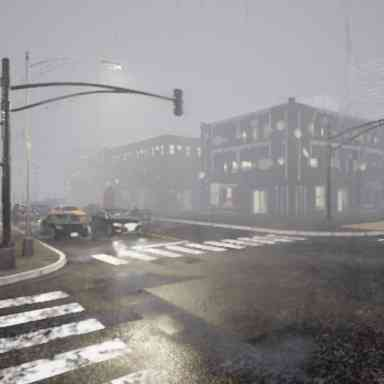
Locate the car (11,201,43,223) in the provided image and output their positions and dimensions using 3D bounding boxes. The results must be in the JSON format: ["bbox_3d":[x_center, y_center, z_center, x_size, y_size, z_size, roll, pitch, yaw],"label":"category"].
[{"bbox_3d":[-15.276,1.872,30.239,1.967,1.590,4.097,-1,0,-35],"label":"car"}]

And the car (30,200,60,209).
[{"bbox_3d":[-16.244,1.956,36.091,1.882,1.535,5.008,0,0,-35],"label":"car"}]

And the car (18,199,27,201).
[{"bbox_3d":[-29.488,2.248,60.147,2.128,1.511,4.902,0,0,-35],"label":"car"}]

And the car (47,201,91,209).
[{"bbox_3d":[-10.404,1.842,27.886,1.882,1.535,5.008,0,0,-35],"label":"car"}]

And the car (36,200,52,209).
[{"bbox_3d":[-27.734,2.294,62.146,1.887,1.381,4.507,-1,0,-35],"label":"car"}]

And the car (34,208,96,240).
[{"bbox_3d":[-7.315,1.840,18.871,1.947,1.339,4.313,-1,0,-35],"label":"car"}]

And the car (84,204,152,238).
[{"bbox_3d":[-4.588,1.741,19.748,2.128,1.511,4.902,0,0,-34],"label":"car"}]

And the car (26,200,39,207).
[{"bbox_3d":[-34.161,2.430,71.159,1.947,1.339,4.313,-1,0,-35],"label":"car"}]

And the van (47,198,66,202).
[{"bbox_3d":[-21.310,1.973,53.133,1.690,1.788,3.998,-1,0,-35],"label":"van"}]

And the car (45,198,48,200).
[{"bbox_3d":[-24.524,2.006,57.639,2.192,1.841,5.009,-1,0,-35],"label":"car"}]
